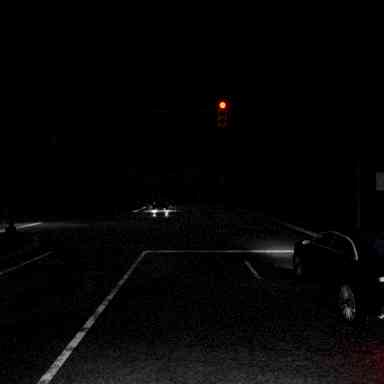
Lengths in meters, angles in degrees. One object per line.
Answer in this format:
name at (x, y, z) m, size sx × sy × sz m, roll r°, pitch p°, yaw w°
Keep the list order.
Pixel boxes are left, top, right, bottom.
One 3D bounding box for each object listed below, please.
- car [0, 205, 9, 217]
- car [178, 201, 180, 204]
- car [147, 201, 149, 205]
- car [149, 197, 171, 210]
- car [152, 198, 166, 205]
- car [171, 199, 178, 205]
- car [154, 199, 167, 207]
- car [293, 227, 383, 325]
car at (-19.003, 1.633, 29.935) m, size 4.674 × 1.442 × 1.812 m, roll -1°, pitch 0°, yaw -3°
car at (-4.690, 2.441, 83.542) m, size 1.895 × 1.301 × 4.718 m, roll 0°, pitch -1°, yaw -22°
car at (-8.700, 2.196, 73.834) m, size 1.812 × 1.442 × 4.674 m, roll 0°, pitch -1°, yaw -16°
car at (-4.133, 1.431, 43.777) m, size 2.097 × 1.767 × 4.553 m, roll 0°, pitch -1°, yaw -4°
car at (-8.317, 2.345, 83.152) m, size 1.882 × 1.535 × 5.008 m, roll 0°, pitch -1°, yaw -25°
car at (-5.145, 2.214, 74.202) m, size 1.994 × 1.385 × 4.181 m, roll 0°, pitch -1°, yaw -19°
car at (-5.690, 1.948, 59.512) m, size 1.895 × 1.301 × 4.718 m, roll 0°, pitch -1°, yaw -9°
car at (3.586, 1.492, 7.072) m, size 2.128 × 1.511 × 4.902 m, roll 0°, pitch 0°, yaw 1°
